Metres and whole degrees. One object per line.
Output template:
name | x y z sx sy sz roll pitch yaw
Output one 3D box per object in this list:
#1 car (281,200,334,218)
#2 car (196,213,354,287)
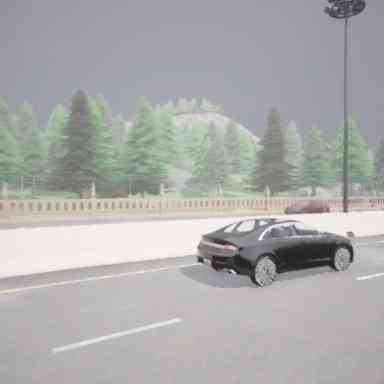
car | 10.482 1.466 30.051 4.674 1.442 1.812 0 0 -29
car | 2.446 1.470 9.218 4.902 1.511 2.128 0 0 -31
